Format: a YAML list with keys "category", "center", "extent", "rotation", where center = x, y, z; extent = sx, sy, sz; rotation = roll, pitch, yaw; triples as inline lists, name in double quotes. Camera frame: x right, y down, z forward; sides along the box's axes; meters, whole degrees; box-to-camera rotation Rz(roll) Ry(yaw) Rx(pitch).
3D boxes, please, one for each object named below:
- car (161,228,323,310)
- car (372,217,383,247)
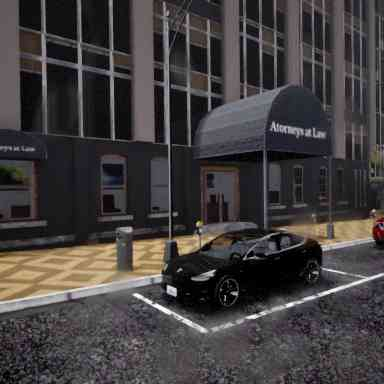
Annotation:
- category: "car"
  center: [1.342, 1.564, 7.824]
  extent: [4.313, 1.339, 1.947]
  rotation: [0, -1, -37]
- category: "car"
  center: [9.615, 1.310, 14.030]
  extent: [5.009, 1.841, 2.192]
  rotation: [0, -1, -37]
